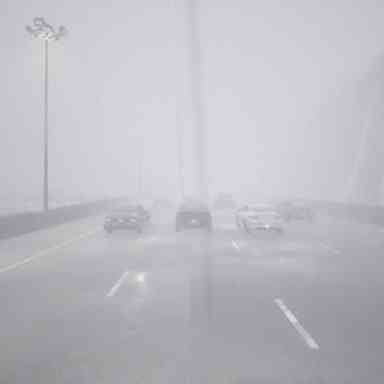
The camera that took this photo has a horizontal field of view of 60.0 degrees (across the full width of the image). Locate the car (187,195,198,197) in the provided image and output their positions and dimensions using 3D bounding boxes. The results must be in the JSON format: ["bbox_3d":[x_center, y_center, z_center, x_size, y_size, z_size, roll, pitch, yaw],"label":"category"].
[{"bbox_3d":[0.084,1.032,39.088,1.812,1.442,4.674,0,1,-1],"label":"car"}]

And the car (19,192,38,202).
[{"bbox_3d":[-24.530,0.774,50.912,1.812,1.442,4.674,0,1,0],"label":"car"}]

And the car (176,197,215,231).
[{"bbox_3d":[0.092,1.305,19.211,1.882,1.535,5.008,0,1,0],"label":"car"}]

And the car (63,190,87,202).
[{"bbox_3d":[-17.525,0.783,51.409,2.033,1.411,5.357,0,1,0],"label":"car"}]

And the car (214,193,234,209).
[{"bbox_3d":[3.583,0.887,37.678,2.097,1.767,4.553,0,1,0],"label":"car"}]

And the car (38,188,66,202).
[{"bbox_3d":[-21.025,0.444,51.340,2.150,2.045,5.566,0,1,0],"label":"car"}]

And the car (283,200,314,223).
[{"bbox_3d":[7.075,1.296,23.429,1.812,1.442,4.674,0,1,0],"label":"car"}]

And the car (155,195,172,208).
[{"bbox_3d":[-3.416,1.033,39.038,1.812,1.442,4.674,0,1,-1],"label":"car"}]

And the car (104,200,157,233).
[{"bbox_3d":[-3.408,1.384,18.405,2.033,1.411,5.357,0,1,0],"label":"car"}]

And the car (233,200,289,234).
[{"bbox_3d":[3.578,1.366,18.144,1.812,1.442,4.674,0,1,0],"label":"car"}]

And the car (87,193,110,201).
[{"bbox_3d":[-14.028,0.809,51.063,1.994,1.385,4.181,0,1,0],"label":"car"}]
